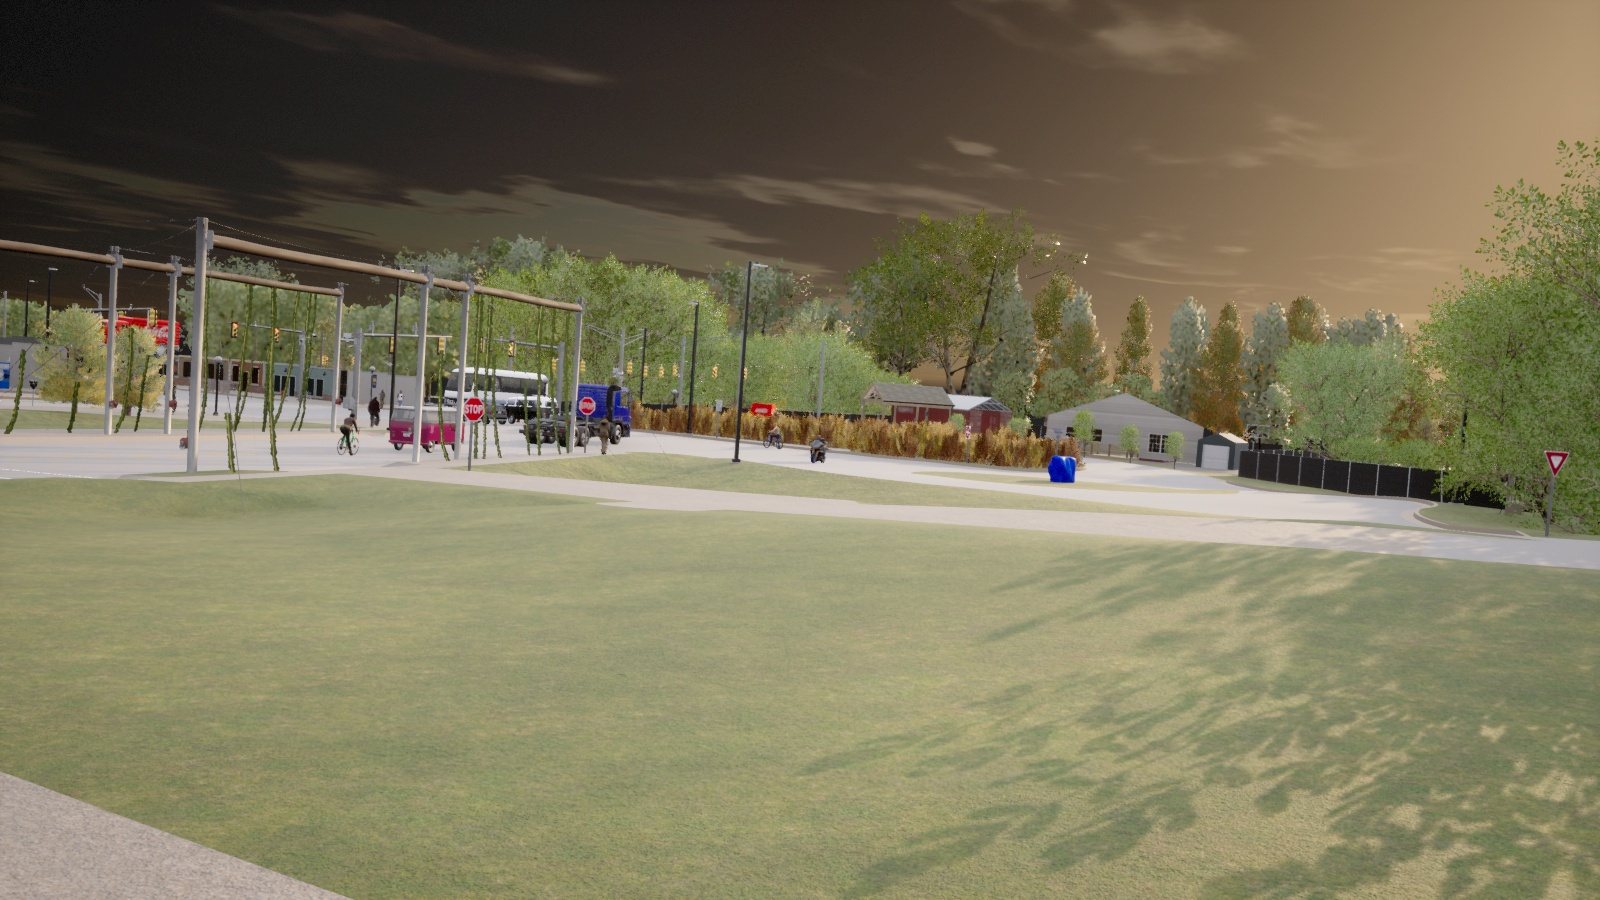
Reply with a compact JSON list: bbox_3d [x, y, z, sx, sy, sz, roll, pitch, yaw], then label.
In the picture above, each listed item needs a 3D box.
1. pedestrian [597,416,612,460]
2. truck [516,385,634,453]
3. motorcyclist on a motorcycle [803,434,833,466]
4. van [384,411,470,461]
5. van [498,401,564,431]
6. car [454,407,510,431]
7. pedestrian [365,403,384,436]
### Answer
[{"bbox_3d":[-8.901,-0.544,57.168,0.396,1.930,0.692,4,3,12],"label":"pedestrian"},{"bbox_3d":[-12.517,-1.824,70.636,2.891,3.462,7.936,4,4,19],"label":"truck"},{"bbox_3d":[0.948,-0.021,64.963,0.866,1.530,2.191,5,2,18],"label":"motorcyclist on a motorcycle"},{"bbox_3d":[-16.401,-0.647,55.472,1.775,1.987,4.442,4,2,10],"label":"van"},{"bbox_3d":[-19.256,-2.459,89.872,4.480,2.038,2.069,3,3,36],"label":"van"},{"bbox_3d":[-22.146,-2.188,87.418,3.705,1.549,1.789,3,3,35],"label":"car"},{"bbox_3d":[-24.173,-1.747,71.326,0.634,1.844,0.899,4,3,10],"label":"pedestrian"}]
